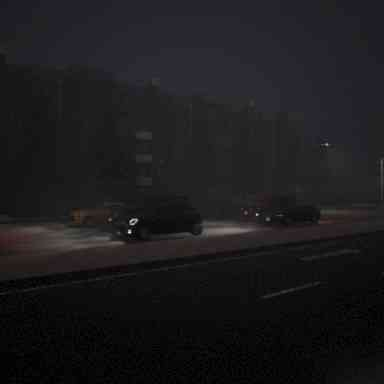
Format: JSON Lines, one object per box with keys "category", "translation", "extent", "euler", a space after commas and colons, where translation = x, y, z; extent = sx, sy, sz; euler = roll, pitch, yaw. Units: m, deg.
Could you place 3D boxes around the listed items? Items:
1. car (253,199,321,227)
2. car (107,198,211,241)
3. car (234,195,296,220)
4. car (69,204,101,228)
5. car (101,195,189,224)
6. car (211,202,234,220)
{"category": "car", "translation": [6.927, 1.508, 23.007], "extent": [4.902, 1.511, 2.128], "euler": [0, 0, -35]}
{"category": "car", "translation": [-1.609, 1.355, 16.951], "extent": [4.553, 1.767, 2.097], "euler": [0, 0, -35]}
{"category": "car", "translation": [6.359, 1.239, 26.892], "extent": [5.566, 2.045, 2.150], "euler": [0, 0, -35]}
{"category": "car", "translation": [-5.699, 1.478, 22.629], "extent": [5.008, 1.535, 1.882], "euler": [0, 0, -35]}
{"category": "car", "translation": [-2.439, 1.225, 20.661], "extent": [5.566, 2.045, 2.150], "euler": [0, 0, -35]}
{"category": "car", "translation": [2.969, 1.561, 28.787], "extent": [5.357, 1.411, 2.033], "euler": [0, 0, -36]}
